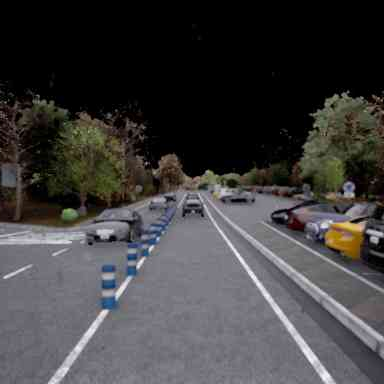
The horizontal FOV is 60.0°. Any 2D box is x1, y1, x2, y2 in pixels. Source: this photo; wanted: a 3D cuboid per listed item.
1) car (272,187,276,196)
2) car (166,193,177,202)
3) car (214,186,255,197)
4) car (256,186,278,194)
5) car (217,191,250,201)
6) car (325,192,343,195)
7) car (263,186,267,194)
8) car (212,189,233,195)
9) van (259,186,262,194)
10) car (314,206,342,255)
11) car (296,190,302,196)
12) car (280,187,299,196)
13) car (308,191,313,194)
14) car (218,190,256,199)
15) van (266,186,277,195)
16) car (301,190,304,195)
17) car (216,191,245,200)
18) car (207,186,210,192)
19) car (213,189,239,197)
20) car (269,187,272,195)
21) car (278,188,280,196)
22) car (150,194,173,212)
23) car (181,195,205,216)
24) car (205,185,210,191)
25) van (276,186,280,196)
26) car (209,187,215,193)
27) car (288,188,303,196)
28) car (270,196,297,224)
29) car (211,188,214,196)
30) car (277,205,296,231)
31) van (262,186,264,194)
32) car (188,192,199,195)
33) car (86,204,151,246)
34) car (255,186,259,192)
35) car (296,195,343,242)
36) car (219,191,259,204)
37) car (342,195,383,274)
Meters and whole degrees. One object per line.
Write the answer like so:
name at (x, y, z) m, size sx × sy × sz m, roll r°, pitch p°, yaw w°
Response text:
car at (20.097, 0.199, 70.513) m, size 4.792 × 1.488 × 2.163 m, roll 0°, pitch 2°, yaw 1°
car at (-3.321, 0.793, 51.147) m, size 2.033 × 1.411 × 5.357 m, roll 0°, pitch 2°, yaw 0°
car at (6.876, 0.480, 53.892) m, size 5.566 × 2.045 × 2.435 m, roll 0°, pitch 2°, yaw 0°
car at (20.203, -0.585, 89.756) m, size 5.566 × 2.045 × 2.435 m, roll 0°, pitch 1°, yaw 0°
car at (7.057, 0.635, 56.674) m, size 5.366 × 1.575 × 1.946 m, roll 0°, pitch 2°, yaw 0°
car at (19.853, 1.003, 45.596) m, size 5.008 × 1.535 × 2.097 m, roll 0°, pitch 2°, yaw 0°
car at (20.143, -0.056, 78.686) m, size 5.008 × 1.535 × 2.097 m, roll 0°, pitch 1°, yaw 0°
car at (7.088, -0.023, 78.863) m, size 4.792 × 1.488 × 2.163 m, roll 0°, pitch 1°, yaw 0°
van at (20.067, -0.420, 84.220) m, size 4.442 × 1.987 × 1.878 m, roll 0°, pitch 1°, yaw 0°
car at (6.730, 1.352, 10.186) m, size 5.008 × 1.535 × 2.097 m, roll 0°, pitch 1°, yaw 1°
car at (19.924, 0.767, 53.779) m, size 4.674 × 1.452 × 2.002 m, roll 0°, pitch 2°, yaw 0°
car at (20.026, 0.195, 62.074) m, size 5.566 × 2.045 × 2.435 m, roll 0°, pitch 2°, yaw 0°
car at (19.913, 0.784, 48.361) m, size 4.553 × 1.767 × 2.185 m, roll 0°, pitch 2°, yaw 0°
car at (6.830, 0.825, 51.127) m, size 5.008 × 1.535 × 2.097 m, roll 0°, pitch 2°, yaw 0°
van at (20.005, -0.209, 75.896) m, size 4.442 × 1.987 × 1.878 m, roll 0°, pitch 2°, yaw 0°
car at (19.875, 0.850, 51.011) m, size 4.792 × 1.488 × 2.163 m, roll 0°, pitch 2°, yaw 0°
car at (6.901, 0.545, 59.451) m, size 4.892 × 1.521 × 2.231 m, roll 0°, pitch 2°, yaw 0°
car at (7.100, -0.232, 87.190) m, size 4.792 × 1.488 × 2.163 m, roll 0°, pitch 1°, yaw 0°
car at (7.174, 0.174, 70.544) m, size 5.366 × 1.575 × 1.946 m, roll 0°, pitch 2°, yaw 0°
car at (20.120, 0.121, 73.151) m, size 4.792 × 1.488 × 2.163 m, roll 0°, pitch 2°, yaw 0°
car at (19.992, 0.382, 64.852) m, size 4.792 × 1.488 × 2.163 m, roll 0°, pitch 2°, yaw 0°
car at (-3.345, 1.254, 34.533) m, size 1.812 × 1.442 × 4.674 m, roll 0°, pitch 2°, yaw 0°
car at (0.100, 1.350, 30.345) m, size 1.837 × 1.490 × 4.892 m, roll 0°, pitch 1°, yaw 0°
car at (6.990, -0.403, 92.741) m, size 5.366 × 1.575 × 1.946 m, roll 0°, pitch 1°, yaw 0°
van at (20.162, 0.032, 67.734) m, size 4.442 × 1.987 × 1.878 m, roll 0°, pitch 2°, yaw 0°
car at (6.781, 0.258, 67.896) m, size 5.366 × 1.575 × 1.946 m, roll 0°, pitch 2°, yaw 0°
car at (19.765, 0.630, 56.548) m, size 5.366 × 1.575 × 1.946 m, roll 0°, pitch 2°, yaw 0°
car at (6.784, 1.170, 18.533) m, size 4.792 × 1.488 × 2.163 m, roll 0°, pitch 2°, yaw 1°
car at (6.733, 0.447, 62.226) m, size 5.366 × 1.575 × 1.946 m, roll 0°, pitch 2°, yaw 0°
car at (6.817, 1.243, 15.750) m, size 4.792 × 1.488 × 2.163 m, roll 0°, pitch 2°, yaw 1°
van at (20.277, -0.351, 81.448) m, size 4.442 × 1.987 × 1.878 m, roll 0°, pitch 1°, yaw 0°
car at (0.103, 0.757, 50.449) m, size 2.128 × 1.511 × 4.902 m, roll 0°, pitch 2°, yaw 0°
car at (-3.361, 1.507, 15.270) m, size 2.128 × 1.511 × 4.902 m, roll -1°, pitch -1°, yaw 0°
car at (20.179, -0.515, 86.987) m, size 5.566 × 2.045 × 2.435 m, roll 0°, pitch 1°, yaw 0°
car at (6.793, 1.161, 12.961) m, size 4.553 × 1.767 × 2.185 m, roll 0°, pitch 1°, yaw 1°
car at (6.772, 0.948, 48.353) m, size 4.792 × 1.488 × 2.163 m, roll 0°, pitch 2°, yaw 0°
car at (6.738, 1.157, 7.388) m, size 5.566 × 2.045 × 2.435 m, roll 0°, pitch 1°, yaw 1°
